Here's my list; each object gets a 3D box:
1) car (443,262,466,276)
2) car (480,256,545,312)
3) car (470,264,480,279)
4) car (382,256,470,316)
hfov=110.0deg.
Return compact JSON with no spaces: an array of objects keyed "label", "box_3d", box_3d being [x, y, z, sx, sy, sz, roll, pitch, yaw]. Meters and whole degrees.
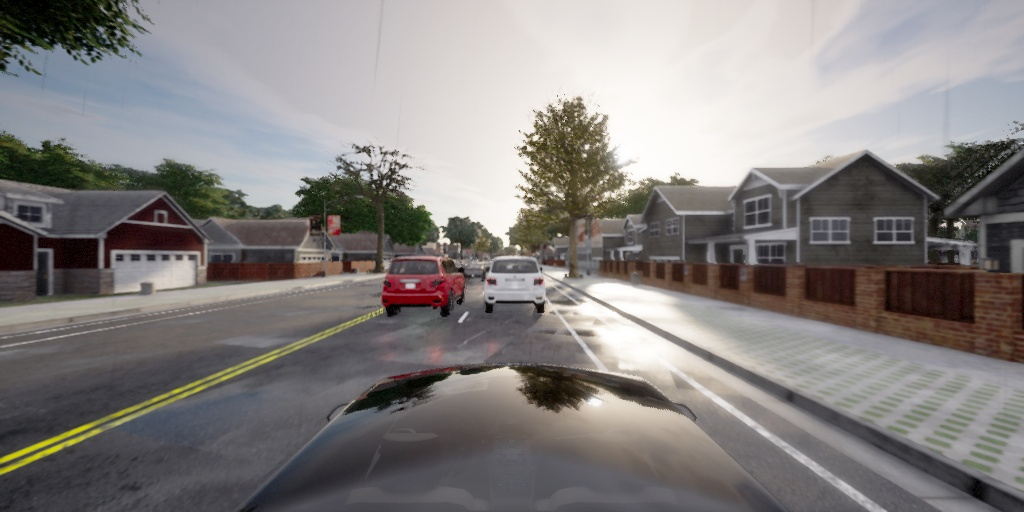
[{"label":"car","box_3d":[-6.569,1.469,41.258,1.837,1.490,4.892,0,0,0]},{"label":"car","box_3d":[0.107,1.039,14.628,2.150,2.045,5.566,0,0,0]},{"label":"car","box_3d":[-3.134,1.397,31.359,2.128,1.511,4.902,0,0,0]},{"label":"car","box_3d":[-3.143,1.034,13.781,2.150,2.045,5.566,0,0,0]}]
